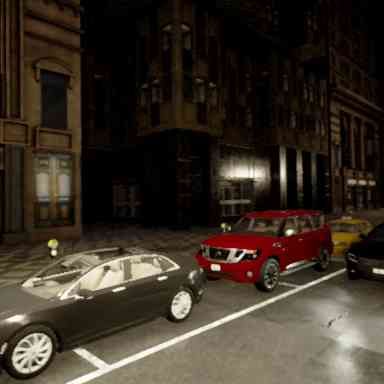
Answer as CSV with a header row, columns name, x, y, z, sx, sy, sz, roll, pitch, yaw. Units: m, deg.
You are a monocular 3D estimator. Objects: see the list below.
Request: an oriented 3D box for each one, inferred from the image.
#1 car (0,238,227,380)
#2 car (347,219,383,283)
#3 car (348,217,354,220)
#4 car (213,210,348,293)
name,x,y,z,sx,sy,sz,roll,pitch,yaw
car,-1.640,1.700,5.721,4.403,1.369,2.008,0,-2,-45
car,6.117,1.581,9.523,5.008,1.535,1.882,0,-2,-45
car,6.221,1.707,13.512,4.829,1.417,1.752,0,-2,-45
car,2.348,1.481,9.680,5.009,1.841,2.192,0,-2,-45
